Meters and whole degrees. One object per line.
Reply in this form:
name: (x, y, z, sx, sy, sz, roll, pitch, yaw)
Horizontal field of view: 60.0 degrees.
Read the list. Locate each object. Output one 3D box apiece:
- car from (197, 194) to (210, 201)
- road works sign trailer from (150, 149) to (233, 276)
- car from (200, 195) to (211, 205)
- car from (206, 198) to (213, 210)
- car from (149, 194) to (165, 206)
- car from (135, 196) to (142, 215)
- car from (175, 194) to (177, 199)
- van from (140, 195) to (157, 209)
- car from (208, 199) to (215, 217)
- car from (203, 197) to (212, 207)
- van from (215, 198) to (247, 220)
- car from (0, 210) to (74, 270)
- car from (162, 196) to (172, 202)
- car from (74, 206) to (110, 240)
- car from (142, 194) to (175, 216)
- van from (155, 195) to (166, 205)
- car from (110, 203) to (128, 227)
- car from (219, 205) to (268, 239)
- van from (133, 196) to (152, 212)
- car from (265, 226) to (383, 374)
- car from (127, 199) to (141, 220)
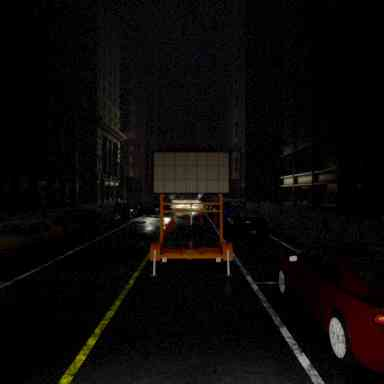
car: (2.636, 1.360, 62.042, 2.192, 1.841, 5.009, 0, 0, 0)
road works sign trailer: (-0.018, 0.465, 10.331, 2.380, 3.560, 2.880, 0, 0, 0)
car: (2.660, 1.576, 50.769, 1.887, 1.381, 4.507, 0, 0, 0)
car: (2.694, 1.596, 33.861, 1.802, 1.307, 4.206, 0, 0, 0)
car: (-5.877, 1.352, 56.373, 2.192, 1.841, 5.009, 0, 0, 0)
car: (-5.831, 1.454, 33.828, 1.967, 1.590, 4.097, 0, 0, 0)
car: (-5.946, 1.658, 90.193, 1.947, 1.339, 4.313, 0, 0, 0)
van: (-5.854, 1.366, 45.101, 1.690, 1.788, 3.998, 0, 0, 0)
car: (2.706, 1.560, 28.225, 2.008, 1.369, 4.403, 0, 0, 0)
car: (2.683, 1.570, 39.497, 2.008, 1.369, 4.403, 0, 0, 0)
van: (2.717, 1.347, 22.588, 1.690, 1.788, 3.998, 0, 0, 0)
car: (-5.784, 1.527, 11.111, 1.752, 1.417, 4.829, 0, 0, 0)
car: (-5.923, 1.616, 78.920, 1.887, 1.381, 4.507, 0, 0, 0)
car: (-5.796, 1.569, 16.917, 1.947, 1.339, 4.313, 0, 0, 0)
car: (-3.164, 1.234, 32.607, 2.150, 2.045, 5.566, 0, 0, 0)
van: (-5.889, 1.386, 62.009, 1.690, 1.788, 3.998, 0, 0, 0)
car: (-5.807, 1.588, 22.555, 1.802, 1.307, 4.206, 0, 0, 0)
car: (2.729, 1.554, 16.952, 2.008, 1.369, 4.403, 0, 0, 0)
van: (-5.843, 1.360, 39.464, 1.690, 1.788, 3.998, 0, 0, 0)
car: (2.753, 1.545, 5.680, 1.887, 1.381, 4.507, 0, 0, 0)
car: (-5.819, 1.575, 28.191, 1.947, 1.339, 4.313, 0, 0, 0)
